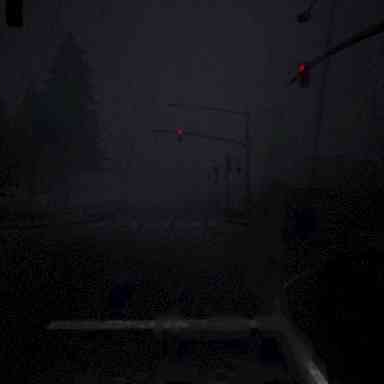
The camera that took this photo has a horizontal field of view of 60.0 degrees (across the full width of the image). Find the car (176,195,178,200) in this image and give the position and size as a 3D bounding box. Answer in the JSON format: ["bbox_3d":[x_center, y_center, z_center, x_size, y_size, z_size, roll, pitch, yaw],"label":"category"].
[{"bbox_3d":[-2.235,1.035,72.273,1.812,1.442,4.674,0,0,-13],"label":"car"}]

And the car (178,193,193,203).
[{"bbox_3d":[-0.937,1.268,62.091,2.033,1.411,5.357,0,0,-7],"label":"car"}]

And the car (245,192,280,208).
[{"bbox_3d":[8.435,0.985,39.984,3.866,1.878,1.905,0,0,-1],"label":"car"}]

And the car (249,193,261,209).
[{"bbox_3d":[8.850,0.993,37.474,4.605,1.855,1.932,0,0,-1],"label":"car"}]
